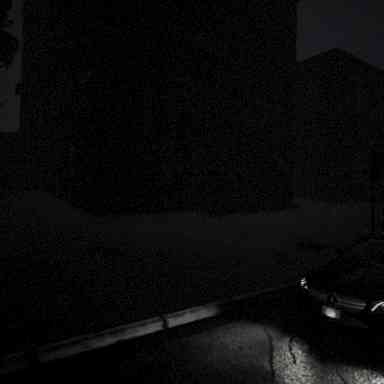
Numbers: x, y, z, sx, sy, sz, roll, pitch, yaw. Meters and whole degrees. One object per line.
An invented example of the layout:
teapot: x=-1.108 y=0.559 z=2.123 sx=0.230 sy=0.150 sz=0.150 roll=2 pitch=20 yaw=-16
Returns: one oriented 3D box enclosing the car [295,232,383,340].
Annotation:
car: x=3.954 y=1.525 z=6.318 sx=4.674 sy=1.442 sz=1.812 roll=0 pitch=0 yaw=-36
